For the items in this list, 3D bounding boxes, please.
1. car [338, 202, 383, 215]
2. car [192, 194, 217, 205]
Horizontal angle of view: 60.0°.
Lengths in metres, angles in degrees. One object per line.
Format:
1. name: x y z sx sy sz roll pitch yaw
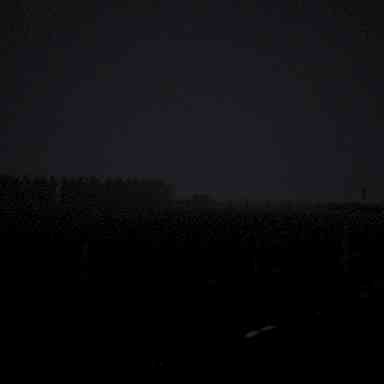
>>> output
1. car: 18.677 1.782 36.487 1.895 1.301 4.718 0 0 -35
2. car: 2.220 1.331 59.787 2.150 2.045 5.566 0 0 -35
